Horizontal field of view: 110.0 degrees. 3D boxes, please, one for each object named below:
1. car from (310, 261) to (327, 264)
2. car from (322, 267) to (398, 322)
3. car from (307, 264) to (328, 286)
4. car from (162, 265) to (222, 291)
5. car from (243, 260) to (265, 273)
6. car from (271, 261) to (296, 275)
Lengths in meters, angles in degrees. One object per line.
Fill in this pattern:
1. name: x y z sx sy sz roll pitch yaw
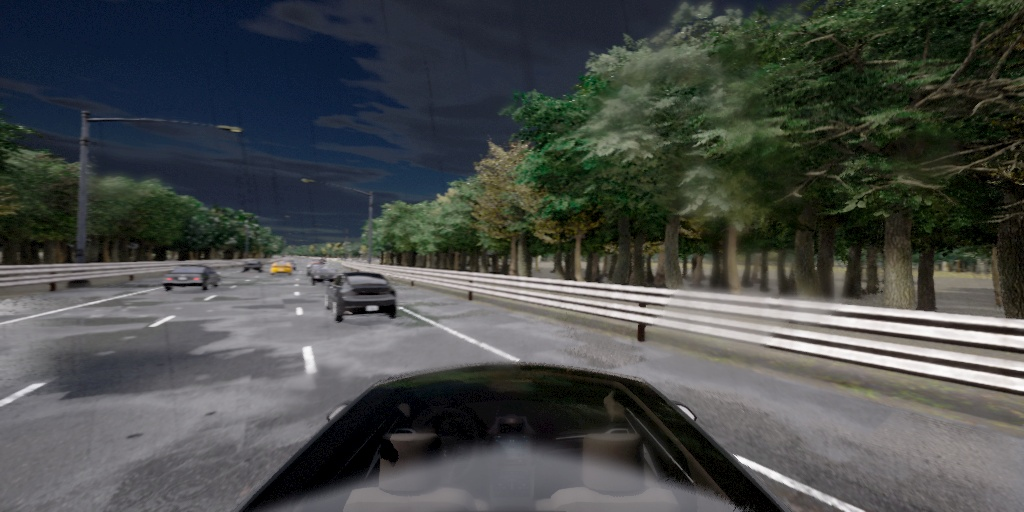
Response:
1. car: -20.642 1.507 38.122 1.994 1.385 4.181 2 -1 -30
2. car: -5.414 1.311 12.701 1.837 1.490 4.892 2 -1 -32
3. car: -14.012 1.478 26.826 1.895 1.301 4.718 2 -1 -31
4. car: -18.566 1.245 20.986 2.033 1.411 5.357 2 -1 -31
5. car: -33.075 1.332 46.006 1.837 1.490 4.892 2 -2 -29
6. car: -26.056 1.358 40.722 1.882 1.535 5.008 2 -1 -30
